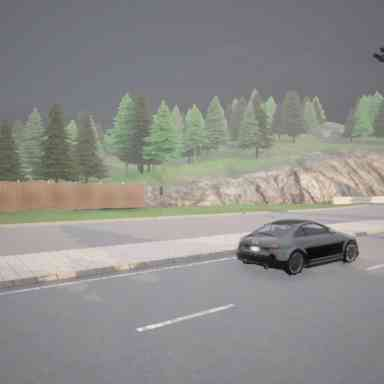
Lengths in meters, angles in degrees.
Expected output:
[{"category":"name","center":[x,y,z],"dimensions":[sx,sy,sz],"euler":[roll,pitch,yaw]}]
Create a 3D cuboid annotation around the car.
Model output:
[{"category":"car","center":[3.385,1.562,10.459],"dimensions":[4.181,1.385,1.994],"euler":[0,0,-36]}]
